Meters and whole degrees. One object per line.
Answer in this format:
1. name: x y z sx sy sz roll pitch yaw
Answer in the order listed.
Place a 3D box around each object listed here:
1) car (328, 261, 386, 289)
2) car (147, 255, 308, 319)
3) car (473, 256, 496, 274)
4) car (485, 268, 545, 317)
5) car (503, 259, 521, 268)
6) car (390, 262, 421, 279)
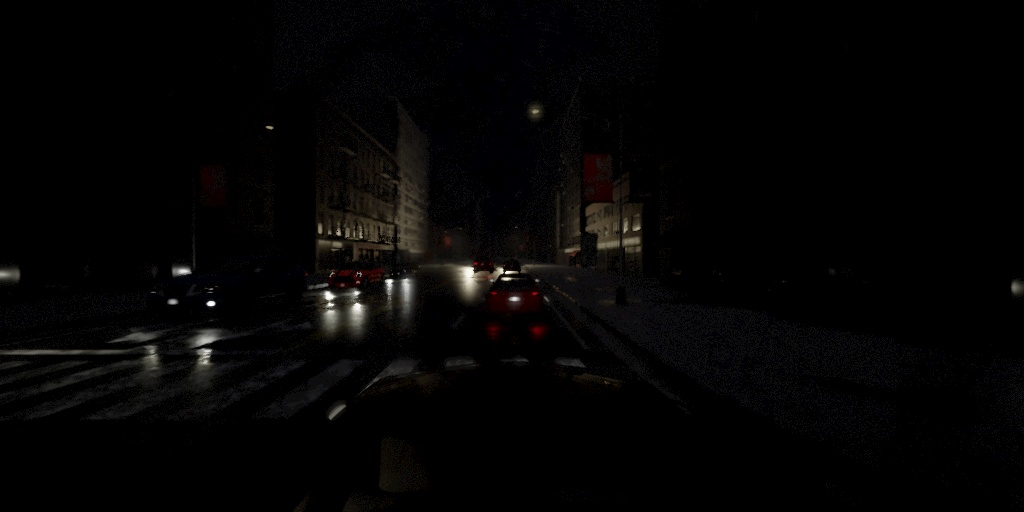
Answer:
1. car: -9.858 1.118 23.102 2.097 1.767 4.553 0 0 0
2. car: -9.849 0.978 13.173 2.150 2.045 5.566 0 0 0
3. car: -3.271 1.008 41.876 2.150 2.045 5.566 0 0 0
4. car: 0.093 1.326 13.272 1.994 1.385 4.181 0 0 0
5. car: -0.021 1.141 42.255 2.097 1.767 4.553 0 0 0
6. car: -9.834 1.281 33.461 1.837 1.490 4.892 0 0 0
